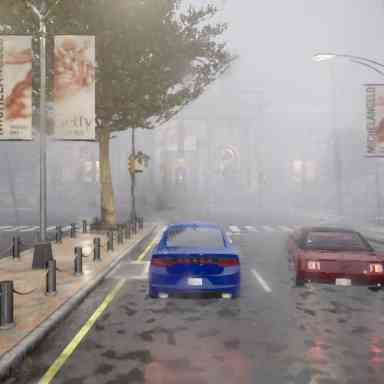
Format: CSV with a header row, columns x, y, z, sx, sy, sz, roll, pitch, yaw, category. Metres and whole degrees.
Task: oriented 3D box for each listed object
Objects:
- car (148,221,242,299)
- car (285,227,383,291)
x,y,z,sx,sy,sz,roll,pitch,yaw,category
0.063,1.478,8.512,1.882,1.535,5.008,0,0,0,car
3.669,1.601,9.143,1.895,1.301,4.718,0,0,13,car
